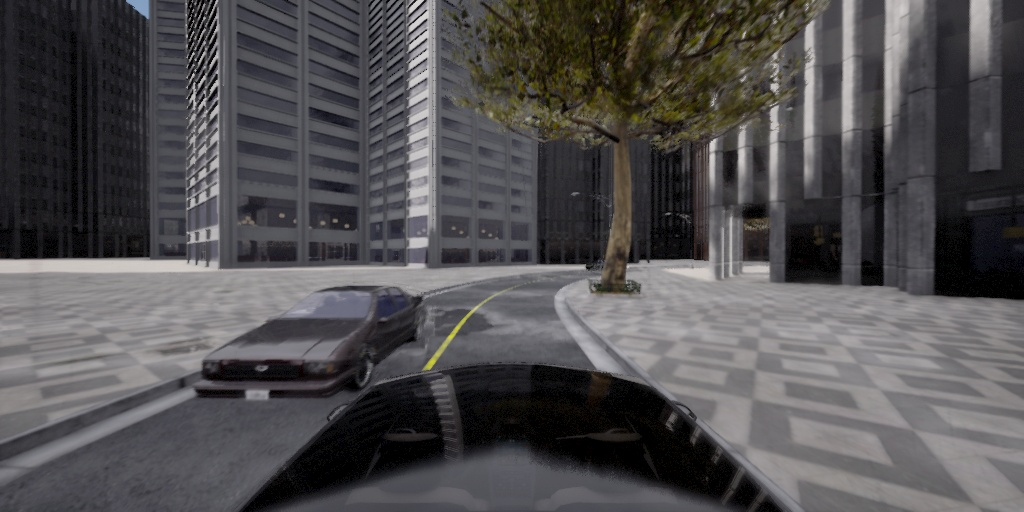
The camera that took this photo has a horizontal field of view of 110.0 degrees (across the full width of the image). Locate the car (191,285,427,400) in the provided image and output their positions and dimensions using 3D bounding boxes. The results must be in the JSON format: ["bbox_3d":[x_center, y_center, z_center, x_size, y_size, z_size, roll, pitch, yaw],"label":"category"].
[{"bbox_3d":[-3.078,1.293,7.004,2.033,1.411,5.357,0,0,0],"label":"car"}]

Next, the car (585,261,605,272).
[{"bbox_3d":[11.256,1.280,45.677,1.895,1.301,4.718,0,0,44],"label":"car"}]
